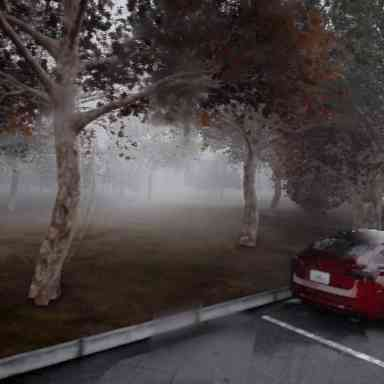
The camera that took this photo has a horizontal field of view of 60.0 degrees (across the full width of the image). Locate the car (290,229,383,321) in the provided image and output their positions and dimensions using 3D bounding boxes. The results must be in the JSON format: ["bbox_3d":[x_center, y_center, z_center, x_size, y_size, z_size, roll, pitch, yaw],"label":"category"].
[{"bbox_3d":[4.160,1.517,7.030,4.792,1.488,2.163,0,0,-33],"label":"car"}]
